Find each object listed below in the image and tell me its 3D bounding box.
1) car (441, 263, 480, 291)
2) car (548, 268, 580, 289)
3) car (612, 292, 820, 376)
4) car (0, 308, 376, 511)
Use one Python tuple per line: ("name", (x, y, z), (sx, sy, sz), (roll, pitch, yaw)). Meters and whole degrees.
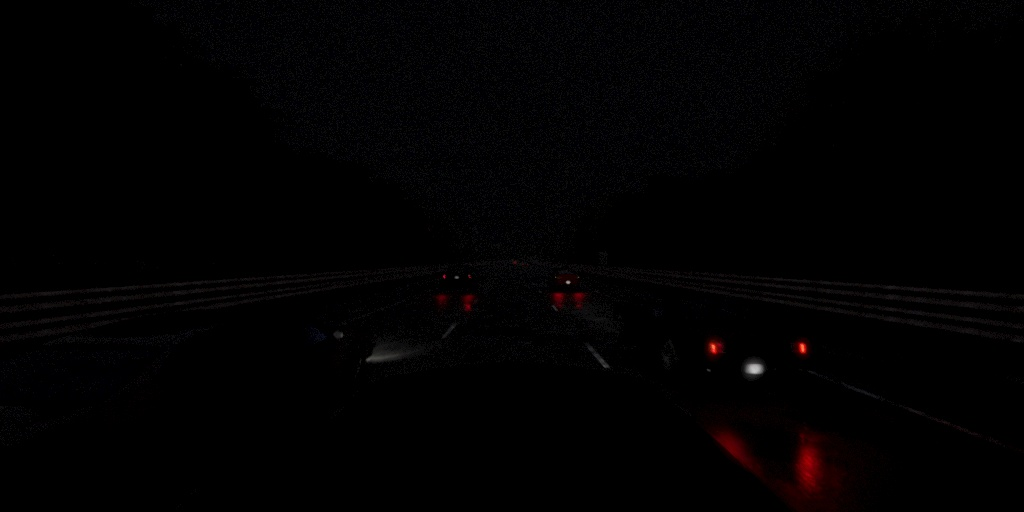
("car", (-3.388, 1.351, 24.133), (2.097, 1.767, 4.553), (0, -1, 0))
("car", (3.613, 1.538, 25.363), (1.812, 1.442, 4.674), (0, -1, 0))
("car", (3.603, 1.413, 7.546), (1.895, 1.301, 4.718), (0, -1, 0))
("car", (-3.399, 1.322, 4.075), (2.033, 1.411, 5.357), (0, -1, 0))
